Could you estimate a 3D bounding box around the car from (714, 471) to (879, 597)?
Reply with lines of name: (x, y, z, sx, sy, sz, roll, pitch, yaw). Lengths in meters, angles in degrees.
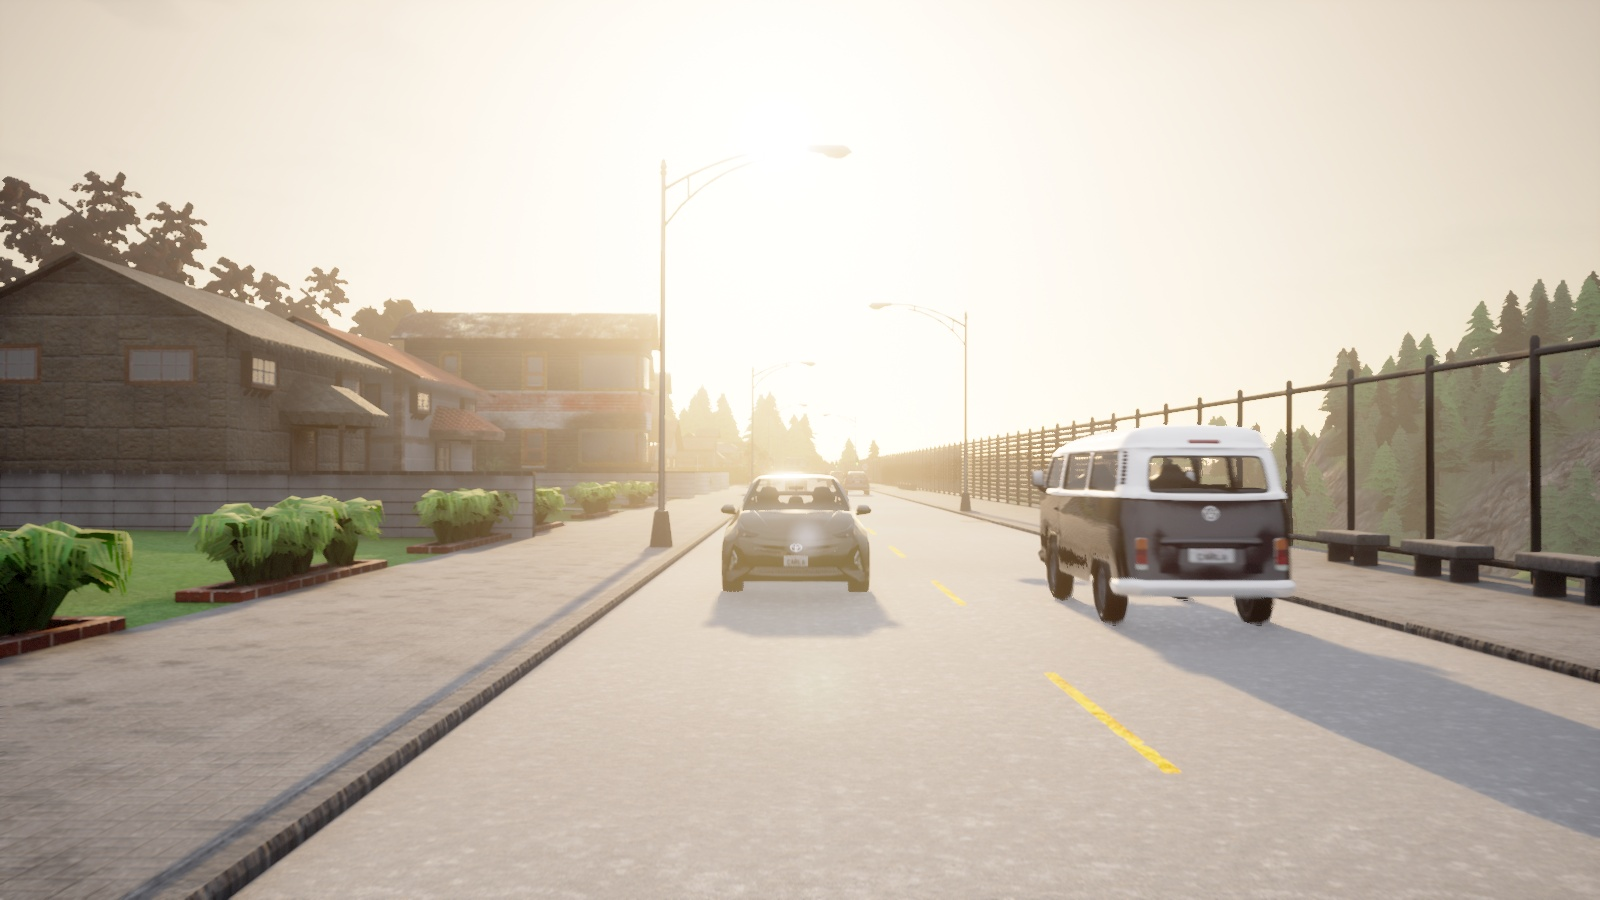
car: (-0.048, 1.063, 17.600, 2.007, 1.525, 4.514, 0, -1, 0)

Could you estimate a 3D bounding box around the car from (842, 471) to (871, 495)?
car: (3.761, 2.223, 84.491, 1.789, 1.549, 3.705, 0, -1, 0)

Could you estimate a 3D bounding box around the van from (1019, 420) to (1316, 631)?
van: (3.960, 0.769, 14.434, 2.069, 2.038, 4.480, 0, -1, 0)
